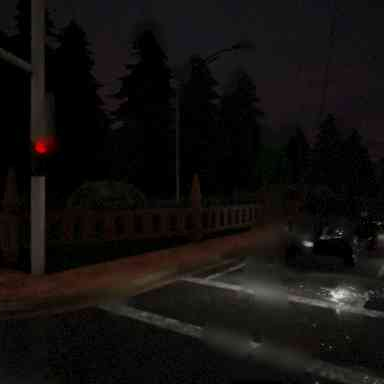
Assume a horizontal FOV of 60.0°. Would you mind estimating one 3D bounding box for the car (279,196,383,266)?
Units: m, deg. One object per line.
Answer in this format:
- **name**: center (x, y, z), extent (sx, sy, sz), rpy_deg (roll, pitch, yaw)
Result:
- **car**: center (5.102, 1.175, 11.948), extent (2.150, 2.045, 5.566), rpy_deg (0, 0, 38)
